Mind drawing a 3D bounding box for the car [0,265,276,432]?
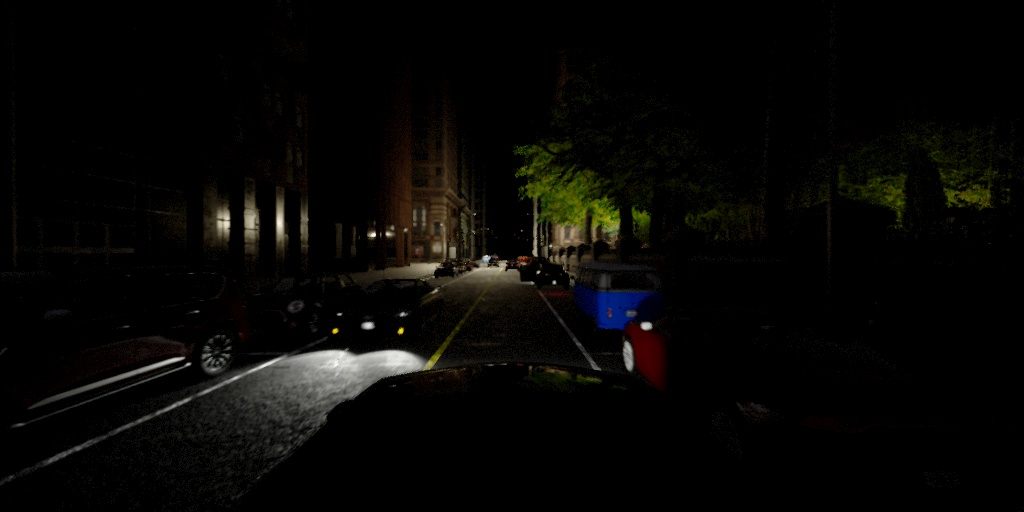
[{"bbox_3d":[-5.763,1.062,4.523,2.192,1.841,5.009,0,0,0],"label":"car"}]

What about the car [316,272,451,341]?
[{"bbox_3d":[-3.099,1.302,9.699,1.994,1.385,4.181,0,0,0],"label":"car"}]

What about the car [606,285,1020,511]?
[{"bbox_3d":[2.763,1.293,4.532,1.888,1.381,4.507,0,0,0],"label":"car"}]

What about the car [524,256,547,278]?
[{"bbox_3d":[2.767,0.984,37.679,2.192,1.841,5.009,0,0,0],"label":"car"}]

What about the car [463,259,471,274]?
[{"bbox_3d":[-5.759,1.194,37.499,1.751,1.417,4.829,0,0,0],"label":"car"}]

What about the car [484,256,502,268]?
[{"bbox_3d":[-2.998,1.107,57.978,1.837,1.490,4.892,0,0,0],"label":"car"}]

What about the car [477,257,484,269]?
[{"bbox_3d":[-5.757,1.175,54.242,1.948,1.339,4.313,0,0,0],"label":"car"}]

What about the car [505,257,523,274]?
[{"bbox_3d":[0.052,1.189,45.737,2.033,1.411,5.357,0,0,1],"label":"car"}]

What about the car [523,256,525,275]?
[{"bbox_3d":[2.767,0.966,43.204,2.192,1.841,5.009,0,0,0],"label":"car"}]

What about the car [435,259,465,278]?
[{"bbox_3d":[-5.759,1.236,32.145,2.007,1.370,4.403,0,0,0],"label":"car"}]

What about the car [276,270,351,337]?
[{"bbox_3d":[-5.762,1.177,10.047,1.967,1.591,4.097,0,0,0],"label":"car"}]

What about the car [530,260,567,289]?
[{"bbox_3d":[2.357,1.216,22.376,1.837,1.490,4.892,0,0,0],"label":"car"}]

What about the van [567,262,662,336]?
[{"bbox_3d":[2.763,1.079,10.056,1.690,1.789,3.998,0,0,0],"label":"van"}]

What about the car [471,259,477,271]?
[{"bbox_3d":[-5.758,1.090,43.194,1.967,1.591,4.097,0,0,0],"label":"car"}]
